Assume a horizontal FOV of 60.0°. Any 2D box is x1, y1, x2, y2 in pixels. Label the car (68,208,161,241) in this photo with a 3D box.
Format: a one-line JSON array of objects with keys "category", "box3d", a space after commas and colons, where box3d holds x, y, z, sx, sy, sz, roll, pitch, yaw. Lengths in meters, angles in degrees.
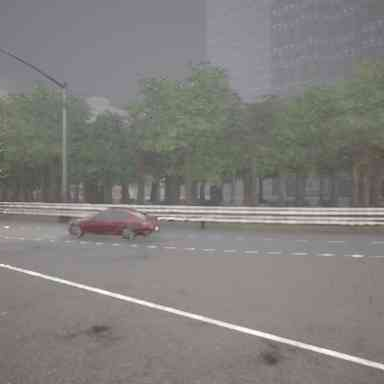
[{"category": "car", "box3d": [-3.811, 1.527, 16.329, 4.674, 1.442, 1.812, 0, 0, 19]}]
